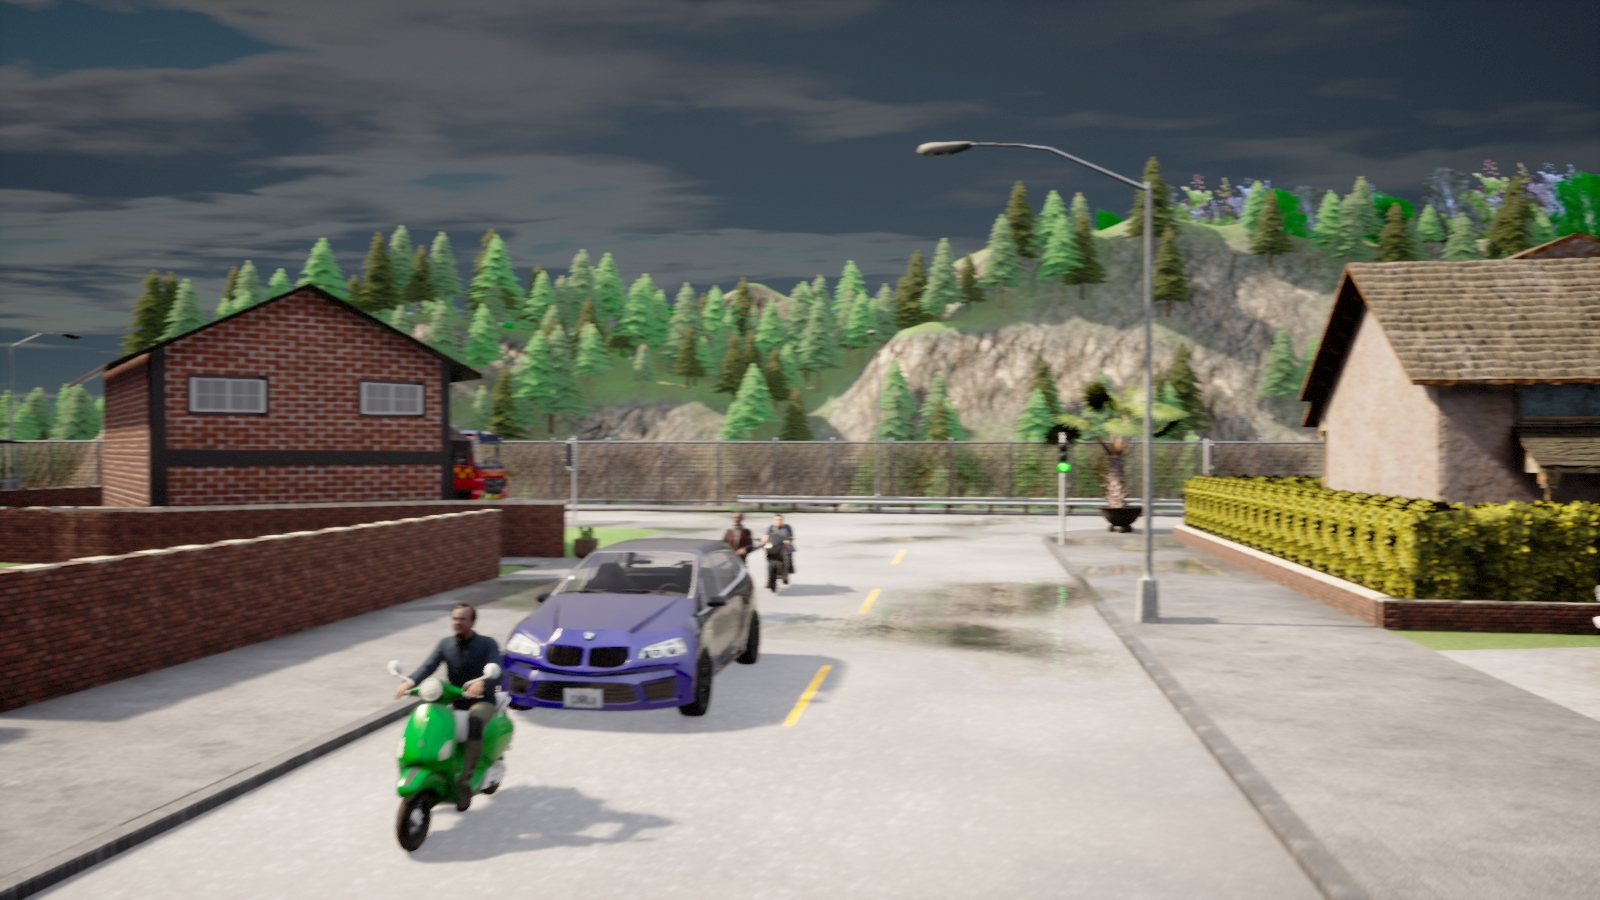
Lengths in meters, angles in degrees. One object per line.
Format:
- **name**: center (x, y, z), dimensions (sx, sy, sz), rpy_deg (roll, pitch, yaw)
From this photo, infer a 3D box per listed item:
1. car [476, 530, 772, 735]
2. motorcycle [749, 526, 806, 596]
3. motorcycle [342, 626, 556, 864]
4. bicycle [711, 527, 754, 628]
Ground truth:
- **car**: center (-1.830, 1.963, 13.661), dimensions (2.242, 1.667, 4.611), rpy_deg (0, 0, 8)
- **motorcycle**: center (-0.424, 2.184, 22.863), dimensions (0.803, 1.199, 2.033), rpy_deg (0, 0, 9)
- **motorcycle**: center (-2.585, 2.137, 8.668), dimensions (0.856, 1.316, 1.805), rpy_deg (0, 0, 8)
- **bicycle**: center (-1.093, 2.057, 18.826), dimensions (0.329, 1.471, 1.835), rpy_deg (0, 0, 8)
